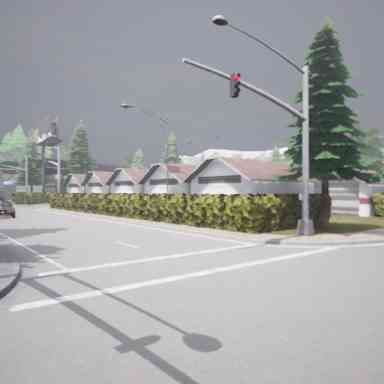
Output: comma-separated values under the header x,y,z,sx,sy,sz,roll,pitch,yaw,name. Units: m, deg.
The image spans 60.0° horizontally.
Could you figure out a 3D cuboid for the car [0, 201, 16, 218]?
x,y,z,sx,sy,sz,roll,pitch,yaw,name
-16.516,1.481,28.497,1.994,1.385,4.181,0,0,-39,car
